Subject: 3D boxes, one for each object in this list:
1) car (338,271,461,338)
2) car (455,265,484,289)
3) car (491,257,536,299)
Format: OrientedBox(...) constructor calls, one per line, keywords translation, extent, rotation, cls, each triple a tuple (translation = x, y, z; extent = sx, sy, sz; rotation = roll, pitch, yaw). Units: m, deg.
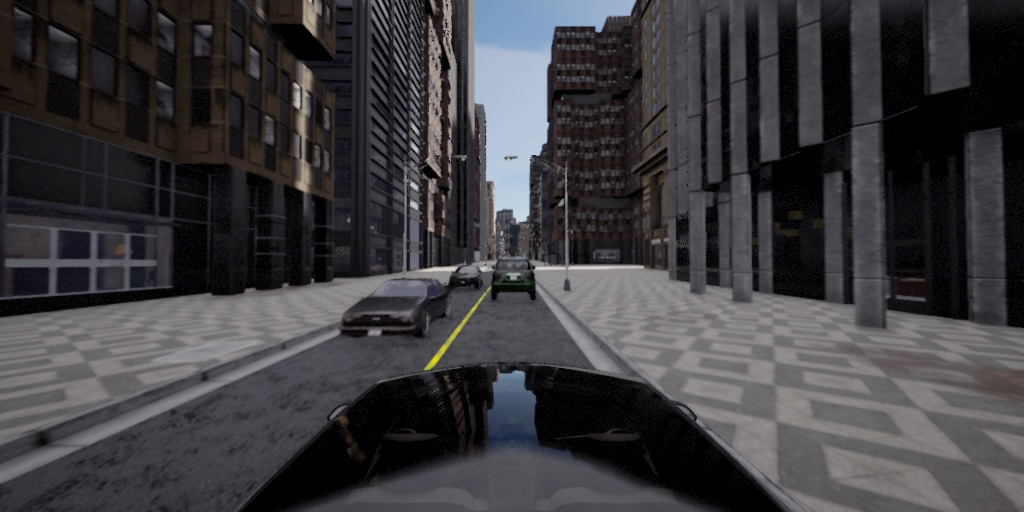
OrientedBox(translation=(-3.045, 1.352, 10.683), extent=(2.033, 1.411, 5.357), rotation=(0, 0, 1), cls="car")
OrientedBox(translation=(-2.993, 1.368, 24.471), extent=(1.882, 1.535, 5.008), rotation=(0, -1, 0), cls="car")
OrientedBox(translation=(0.087, 1.080, 18.895), extent=(2.150, 2.045, 5.566), rotation=(0, 0, 0), cls="car")
